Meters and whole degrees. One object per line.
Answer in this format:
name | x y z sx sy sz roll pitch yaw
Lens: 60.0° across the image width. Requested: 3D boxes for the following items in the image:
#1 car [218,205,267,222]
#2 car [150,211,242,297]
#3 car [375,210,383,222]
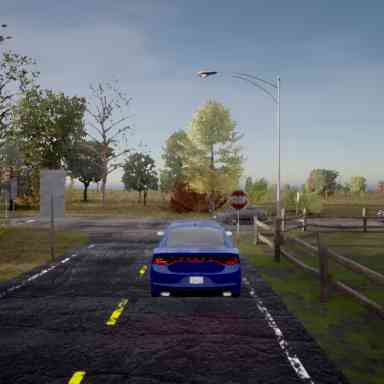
car | 3.440 1.621 24.449 4.181 1.385 1.994 1 0 -23
car | 0.074 1.475 8.612 1.882 1.535 5.008 0 0 0
car | 17.053 1.734 26.176 4.892 1.490 1.837 1 1 0
